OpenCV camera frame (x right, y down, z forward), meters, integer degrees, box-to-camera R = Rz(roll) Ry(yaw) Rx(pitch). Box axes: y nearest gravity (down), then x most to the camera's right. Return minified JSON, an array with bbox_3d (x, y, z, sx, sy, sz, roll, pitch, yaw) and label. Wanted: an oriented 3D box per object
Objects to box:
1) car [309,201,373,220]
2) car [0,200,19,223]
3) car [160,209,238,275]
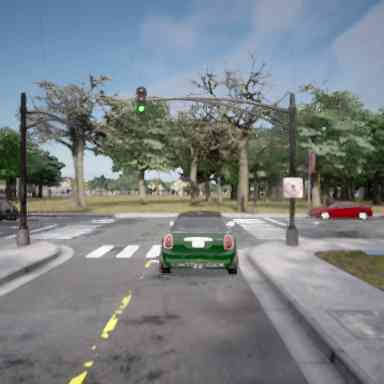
[{"bbox_3d":[12.353,1.503,27.775,5.008,1.535,1.882,0,0,0],"label":"car"},{"bbox_3d":[-15.372,1.344,24.466,4.553,1.767,2.097,0,0,1],"label":"car"},{"bbox_3d":[0.316,1.358,10.696,2.097,1.767,4.553,0,0,4],"label":"car"}]
